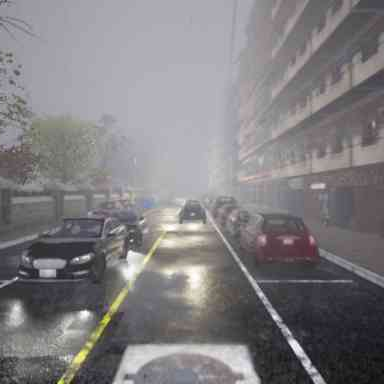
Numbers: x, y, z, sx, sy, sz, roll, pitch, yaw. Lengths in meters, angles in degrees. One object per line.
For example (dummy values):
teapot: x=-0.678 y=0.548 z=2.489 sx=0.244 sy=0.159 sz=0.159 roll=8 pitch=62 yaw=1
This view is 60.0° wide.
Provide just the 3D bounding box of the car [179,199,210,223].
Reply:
car: x=0.061 y=1.498 z=24.976 sx=1.994 sy=1.385 sz=4.181 roll=0 pitch=0 yaw=0

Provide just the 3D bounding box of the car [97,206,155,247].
car: x=-3.002 y=1.526 z=14.662 sx=1.994 sy=1.385 sz=4.181 roll=0 pitch=0 yaw=0

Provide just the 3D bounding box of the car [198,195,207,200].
car: x=2.682 y=1.397 z=84.445 sx=2.008 sy=1.369 sz=4.403 roll=0 pitch=0 yaw=0

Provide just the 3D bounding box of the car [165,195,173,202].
car: x=-5.697 y=1.383 z=73.013 sx=1.752 sy=1.417 sz=4.829 roll=0 pitch=0 yaw=0

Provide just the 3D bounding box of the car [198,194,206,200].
car: x=2.681 y=1.385 z=90.075 sx=1.887 sy=1.381 sz=4.507 roll=0 pitch=0 yaw=0

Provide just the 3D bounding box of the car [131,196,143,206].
car: x=-5.691 y=1.366 z=28.141 sx=1.967 sy=1.590 sz=4.097 roll=0 pitch=0 yaw=0

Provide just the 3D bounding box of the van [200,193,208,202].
van: x=2.684 y=1.199 z=73.184 sx=1.690 sy=1.788 sz=3.998 roll=0 pitch=0 yaw=0

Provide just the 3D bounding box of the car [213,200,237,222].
car: x=2.689 y=1.484 z=22.512 sx=1.887 sy=1.381 sz=4.507 roll=0 pitch=0 yaw=0

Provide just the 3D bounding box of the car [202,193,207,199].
car: x=2.687 y=1.332 z=45.032 sx=1.967 sy=1.590 sz=4.097 roll=0 pitch=0 yaw=0

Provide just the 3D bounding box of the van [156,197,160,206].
van: x=-5.693 y=1.233 z=45.031 sx=1.690 sy=1.788 sz=3.998 roll=0 pitch=0 yaw=0

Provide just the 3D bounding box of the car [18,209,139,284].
car: x=-3.076 y=1.464 z=9.577 sx=2.128 sy=1.511 sz=4.902 roll=0 pitch=0 yaw=0

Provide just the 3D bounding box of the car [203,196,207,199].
car: x=2.687 y=1.447 z=39.403 sx=1.887 sy=1.381 sz=4.507 roll=0 pitch=0 yaw=0

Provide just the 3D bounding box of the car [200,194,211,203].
car: x=2.684 y=1.304 z=67.553 sx=1.967 sy=1.590 sz=4.097 roll=0 pitch=0 yaw=0

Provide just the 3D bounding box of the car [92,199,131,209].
car: x=-5.691 y=1.379 z=22.512 sx=1.967 sy=1.590 sz=4.097 roll=0 pitch=0 yaw=0

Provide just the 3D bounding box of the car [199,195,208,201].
car: x=2.682 y=1.418 z=78.814 sx=1.947 sy=1.339 sz=4.313 roll=0 pitch=0 yaw=0

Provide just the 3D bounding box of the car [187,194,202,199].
car: x=0.091 y=1.382 z=45.611 sx=2.128 sy=1.511 sz=4.902 roll=0 pitch=0 yaw=0

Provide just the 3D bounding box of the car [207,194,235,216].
car: x=2.690 y=1.241 z=28.142 sx=2.192 sy=1.841 sz=5.009 roll=0 pitch=0 yaw=0

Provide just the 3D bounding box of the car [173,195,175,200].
car: x=-5.699 y=1.407 z=90.075 sx=1.947 sy=1.339 sz=4.313 roll=0 pitch=0 yaw=0

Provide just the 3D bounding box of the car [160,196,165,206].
car: x=-5.694 y=1.434 z=50.661 sx=2.008 sy=1.369 sz=4.403 roll=0 pitch=0 yaw=0

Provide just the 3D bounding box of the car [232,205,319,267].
car: x=2.691 y=1.408 z=11.252 sx=1.967 sy=1.590 sz=4.097 roll=0 pitch=0 yaw=0

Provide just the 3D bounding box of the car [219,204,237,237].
car: x=2.690 y=1.504 z=16.882 sx=2.008 sy=1.369 sz=4.403 roll=0 pitch=0 yaw=0

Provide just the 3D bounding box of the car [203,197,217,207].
car: x=2.686 y=1.465 z=50.663 sx=1.802 sy=1.307 sz=4.206 roll=0 pitch=0 yaw=0

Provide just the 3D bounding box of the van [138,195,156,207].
van: x=-5.693 y=1.243 z=39.402 sx=1.690 sy=1.788 sz=3.998 roll=0 pitch=0 yaw=0
